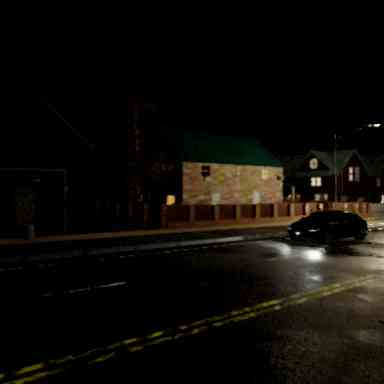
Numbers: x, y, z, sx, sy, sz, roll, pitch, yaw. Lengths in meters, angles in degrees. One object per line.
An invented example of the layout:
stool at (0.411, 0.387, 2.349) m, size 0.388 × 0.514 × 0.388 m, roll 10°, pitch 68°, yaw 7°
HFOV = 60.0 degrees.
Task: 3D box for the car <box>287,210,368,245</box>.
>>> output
car at (6.771, 1.670, 16.439) m, size 4.892 × 1.490 × 1.837 m, roll 1°, pitch -1°, yaw -35°
